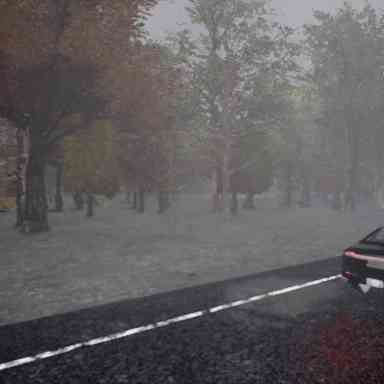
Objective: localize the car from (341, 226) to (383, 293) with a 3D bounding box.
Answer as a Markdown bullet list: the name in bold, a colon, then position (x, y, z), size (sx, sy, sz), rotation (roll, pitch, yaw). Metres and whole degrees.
- **car**: position (5.357, 1.461, 7.566), size (4.902, 1.511, 2.128), rotation (0, 0, -35)
